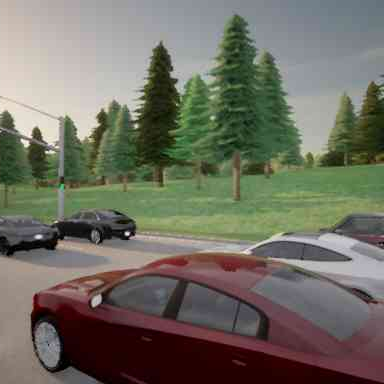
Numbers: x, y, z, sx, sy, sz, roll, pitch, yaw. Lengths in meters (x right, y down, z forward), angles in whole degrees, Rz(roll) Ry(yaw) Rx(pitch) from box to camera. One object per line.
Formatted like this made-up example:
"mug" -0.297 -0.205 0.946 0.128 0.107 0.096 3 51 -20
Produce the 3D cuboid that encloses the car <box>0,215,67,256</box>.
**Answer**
"car" -7.291 1.631 13.464 4.181 1.385 1.994 0 0 36

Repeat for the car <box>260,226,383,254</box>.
"car" 2.063 1.536 6.817 4.674 1.442 1.812 0 0 36

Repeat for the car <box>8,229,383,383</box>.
"car" 0.047 1.488 3.959 5.008 1.535 1.882 0 0 36

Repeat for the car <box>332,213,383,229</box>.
"car" 4.752 1.359 9.199 4.553 1.767 2.097 0 0 36

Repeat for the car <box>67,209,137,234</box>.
"car" -4.790 1.569 15.974 4.892 1.490 1.837 0 0 36
